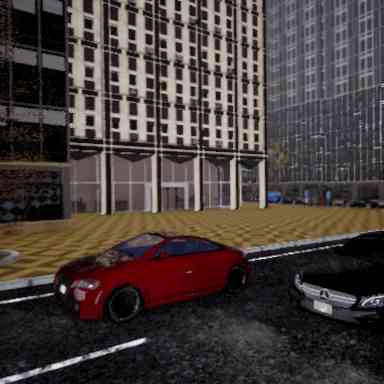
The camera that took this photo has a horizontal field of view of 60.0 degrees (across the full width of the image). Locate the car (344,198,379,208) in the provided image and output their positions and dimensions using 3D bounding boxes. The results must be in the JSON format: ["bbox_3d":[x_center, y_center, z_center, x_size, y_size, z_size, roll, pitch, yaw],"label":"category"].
[{"bbox_3d":[21.884,1.407,43.214,1.947,1.339,4.313,-1,1,-34],"label":"car"}]

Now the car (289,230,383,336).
[{"bbox_3d":[3.909,1.523,6.487,4.674,1.442,1.812,0,0,-36],"label":"car"}]

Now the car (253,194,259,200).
[{"bbox_3d":[12.812,1.044,71.456,1.802,1.307,4.206,-1,1,-34],"label":"car"}]

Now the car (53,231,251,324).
[{"bbox_3d":[-0.705,1.568,7.178,4.181,1.385,1.994,0,0,-36],"label":"car"}]

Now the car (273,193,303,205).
[{"bbox_3d":[15.511,1.312,52.629,1.947,1.339,4.313,-1,1,-34],"label":"car"}]

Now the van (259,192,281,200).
[{"bbox_3d":[16.028,0.851,66.767,1.690,1.788,3.998,-1,1,-34],"label":"van"}]

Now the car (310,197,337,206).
[{"bbox_3d":[18.680,1.376,47.911,1.802,1.307,4.206,-1,1,-34],"label":"car"}]

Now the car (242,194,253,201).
[{"bbox_3d":[9.111,1.115,66.775,2.033,1.411,5.357,-1,1,-34],"label":"car"}]
